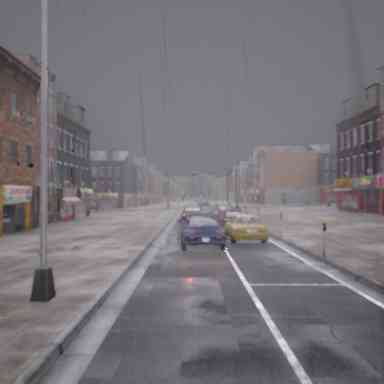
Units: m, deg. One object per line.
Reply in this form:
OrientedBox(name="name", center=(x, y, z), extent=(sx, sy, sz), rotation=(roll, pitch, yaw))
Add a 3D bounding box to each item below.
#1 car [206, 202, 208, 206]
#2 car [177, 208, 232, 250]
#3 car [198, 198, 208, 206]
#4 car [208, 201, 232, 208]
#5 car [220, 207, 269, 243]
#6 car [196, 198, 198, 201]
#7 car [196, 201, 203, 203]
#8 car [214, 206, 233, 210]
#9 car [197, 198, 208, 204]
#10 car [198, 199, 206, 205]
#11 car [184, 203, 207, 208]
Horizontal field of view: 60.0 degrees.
OrientedBox(name="car", center=(2.634, 1.933, 33.039), extent=(1.802, 1.307, 4.206), rotation=(0, -1, 0))
OrientedBox(name="car", center=(0.355, 1.676, 15.001), extent=(1.812, 1.442, 4.674), rotation=(0, -1, -4))
OrientedBox(name="car", center=(2.629, 2.334, 81.186), extent=(2.192, 1.841, 5.009), rotation=(-1, -1, 0))
OrientedBox(name="car", center=(2.634, 1.728, 27.574), extent=(1.967, 1.590, 4.097), rotation=(0, -1, 0))
OrientedBox(name="car", center=(2.635, 1.696, 16.810), extent=(1.752, 1.417, 4.829), rotation=(0, -1, 0))
OrientedBox(name="car", center=(2.630, 2.251, 75.784), extent=(2.192, 1.841, 5.009), rotation=(-1, -1, 0))
OrientedBox(name="car", center=(0.026, 2.020, 38.631), extent=(1.895, 1.301, 4.718), rotation=(0, -1, 0))
OrientedBox(name="car", center=(2.634, 1.809, 22.107), extent=(1.802, 1.307, 4.206), rotation=(0, -1, 0))
OrientedBox(name="car", center=(2.631, 2.295, 70.381), extent=(1.967, 1.590, 4.097), rotation=(-1, -1, 0))
OrientedBox(name="car", center=(2.631, 2.542, 86.586), extent=(1.967, 1.590, 4.097), rotation=(-1, -1, 0))
OrientedBox(name="car", center=(0.085, 1.900, 28.541), extent=(1.895, 1.301, 4.718), rotation=(0, -1, 0))
